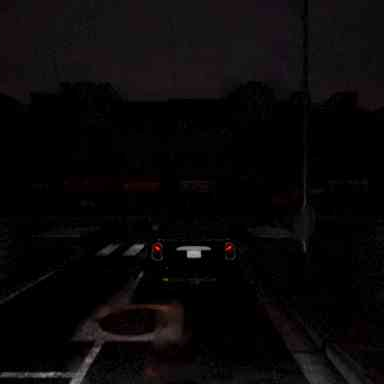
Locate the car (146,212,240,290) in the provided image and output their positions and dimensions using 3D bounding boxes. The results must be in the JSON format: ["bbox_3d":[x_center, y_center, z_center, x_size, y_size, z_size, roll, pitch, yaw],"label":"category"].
[{"bbox_3d":[-0.054,1.344,9.222,2.097,1.767,4.553,0,0,-2],"label":"car"}]
